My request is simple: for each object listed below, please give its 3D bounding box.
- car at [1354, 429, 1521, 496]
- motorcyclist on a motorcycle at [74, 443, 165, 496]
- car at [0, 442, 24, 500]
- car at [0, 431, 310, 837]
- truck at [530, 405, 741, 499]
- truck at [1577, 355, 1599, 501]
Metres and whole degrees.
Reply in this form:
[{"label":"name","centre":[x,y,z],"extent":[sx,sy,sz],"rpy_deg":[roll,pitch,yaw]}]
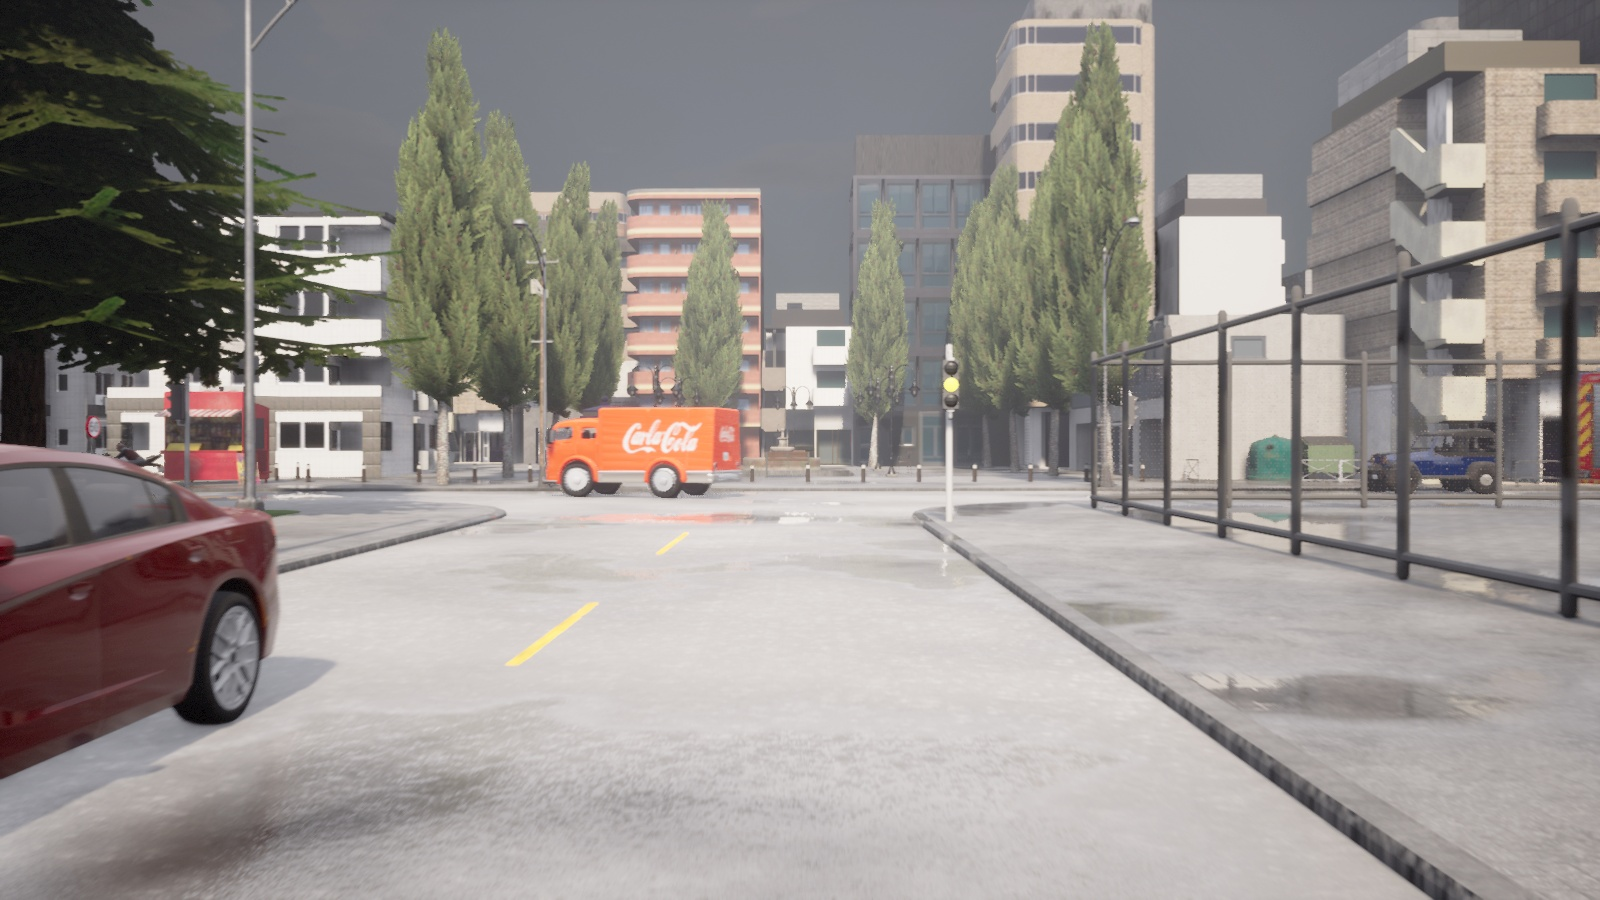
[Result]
[{"label":"car","centre":[18.418,0.352,36.423],"extent":[3.866,1.878,1.905],"rpy_deg":[0,0,0]},{"label":"motorcyclist on a motorcycle","centre":[-19.818,0.559,36.597],"extent":[2.191,1.530,0.866],"rpy_deg":[0,0,0]},{"label":"car","centre":[-23.221,0.544,32.628],"extent":[4.792,1.488,2.163],"rpy_deg":[0,0,1]},{"label":"car","centre":[-3.957,0.692,5.195],"extent":[1.882,1.535,5.008],"rpy_deg":[0,0,0]},{"label":"truck","centre":[-4.516,0.059,34.830],"extent":[5.204,2.467,2.627],"rpy_deg":[0,0,16]},{"label":"truck","centre":[25.215,-0.580,32.395],"extent":[8.468,3.827,2.891],"rpy_deg":[0,0,1]}]
